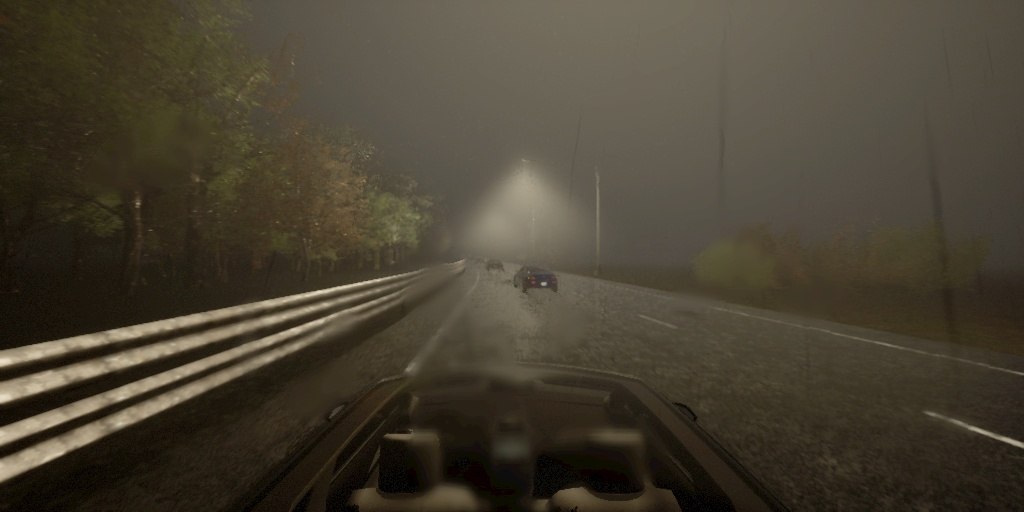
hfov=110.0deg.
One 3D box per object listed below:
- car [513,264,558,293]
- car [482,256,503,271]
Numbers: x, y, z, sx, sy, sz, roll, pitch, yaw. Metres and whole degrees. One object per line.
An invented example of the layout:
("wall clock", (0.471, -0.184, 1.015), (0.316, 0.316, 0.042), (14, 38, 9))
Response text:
("car", (1.225, 1.169, 19.673), (1.812, 1.442, 4.674), (0, 0, -8))
("car", (-2.241, 0.953, 43.739), (1.882, 1.535, 5.008), (0, 0, -8))
